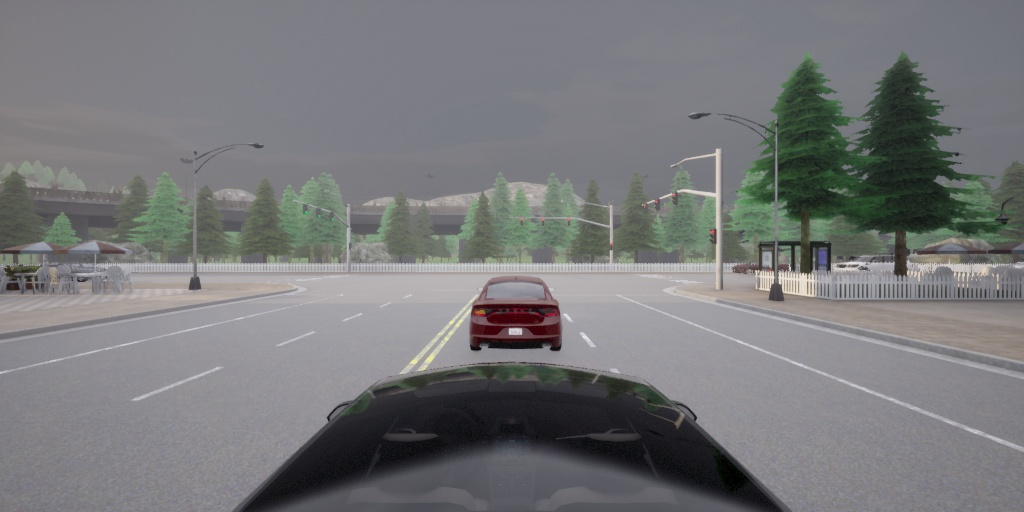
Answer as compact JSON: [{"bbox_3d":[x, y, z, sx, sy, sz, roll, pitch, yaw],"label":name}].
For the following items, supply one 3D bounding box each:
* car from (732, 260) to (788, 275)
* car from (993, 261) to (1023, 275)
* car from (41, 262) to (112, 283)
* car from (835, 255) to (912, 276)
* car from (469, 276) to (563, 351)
[{"bbox_3d":[25.280,1.172,36.626,5.008,1.535,1.882,0,0,1],"label":"car"},{"bbox_3d":[48.776,1.220,33.893,4.674,1.442,1.812,0,0,20],"label":"car"},{"bbox_3d":[-32.120,1.186,26.237,4.902,1.511,2.128,0,0,-1],"label":"car"},{"bbox_3d":[33.161,0.915,33.006,5.566,2.045,2.150,0,0,2],"label":"car"},{"bbox_3d":[0.100,1.228,9.014,1.882,1.535,5.008,0,0,1],"label":"car"}]
